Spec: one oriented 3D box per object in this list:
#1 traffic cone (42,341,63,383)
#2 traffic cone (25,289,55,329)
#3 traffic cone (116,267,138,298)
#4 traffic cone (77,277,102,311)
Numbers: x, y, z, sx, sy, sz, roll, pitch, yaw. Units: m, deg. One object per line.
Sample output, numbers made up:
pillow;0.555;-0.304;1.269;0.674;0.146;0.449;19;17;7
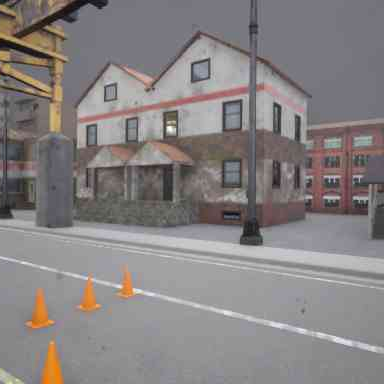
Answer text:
traffic cone;-1.546;1.952;3.673;0.340;0.580;0.340;0;0;36
traffic cone;-2.583;1.949;5.654;0.340;0.580;0.340;0;0;36
traffic cone;-1.413;1.949;7.276;0.340;0.580;0.340;0;0;36
traffic cone;-1.998;1.949;6.465;0.340;0.580;0.340;0;0;36
